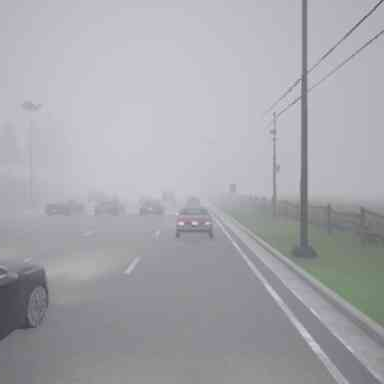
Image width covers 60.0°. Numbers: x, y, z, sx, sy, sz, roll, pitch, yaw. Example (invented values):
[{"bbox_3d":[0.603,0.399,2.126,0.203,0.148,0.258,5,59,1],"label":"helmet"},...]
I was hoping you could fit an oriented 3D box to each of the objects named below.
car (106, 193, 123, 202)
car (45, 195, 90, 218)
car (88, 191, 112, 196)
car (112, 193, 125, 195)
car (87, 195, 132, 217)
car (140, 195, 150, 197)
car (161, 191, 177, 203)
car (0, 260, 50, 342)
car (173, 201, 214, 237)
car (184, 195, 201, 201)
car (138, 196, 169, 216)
[{"bbox_3d":[-13.969,0.975,60.306,1.882,1.535,5.008,0,0,0],"label":"car"},{"bbox_3d":[-10.385,1.245,27.619,1.882,1.535,5.008,0,0,0],"label":"car"},{"bbox_3d":[-13.974,0.802,49.899,2.150,2.045,5.566,0,0,0],"label":"car"},{"bbox_3d":[-10.470,1.099,50.675,1.812,1.442,4.674,0,1,0],"label":"car"},{"bbox_3d":[-6.884,1.251,28.332,2.128,1.511,4.902,0,0,0],"label":"car"},{"bbox_3d":[-6.972,1.126,50.101,2.033,1.411,5.357,0,1,0],"label":"car"},{"bbox_3d":[-3.472,0.802,50.055,2.150,2.045,5.566,0,1,0],"label":"car"},{"bbox_3d":[-3.396,1.456,3.895,2.128,1.511,4.902,0,0,0],"label":"car"},{"bbox_3d":[0.111,1.403,17.056,2.033,1.411,5.357,0,0,0],"label":"car"},{"bbox_3d":[0.122,1.154,41.392,1.837,1.490,4.892,0,0,0],"label":"car"},{"bbox_3d":[-3.384,1.319,29.033,1.994,1.385,4.181,0,0,0],"label":"car"}]
